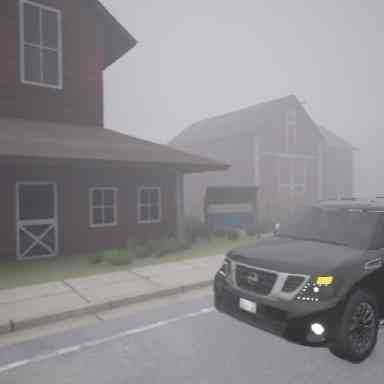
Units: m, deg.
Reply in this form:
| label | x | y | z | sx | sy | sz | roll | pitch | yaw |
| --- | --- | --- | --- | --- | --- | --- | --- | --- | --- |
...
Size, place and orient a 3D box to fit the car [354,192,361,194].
| label | x | y | z | sx | sy | sz | roll | pitch | yaw |
| --- | --- | --- | --- | --- | --- | --- | --- | --- | --- |
| car | 32.309 | 0.772 | 65.412 | 1.812 | 1.442 | 4.674 | -1 | 0 | -14 |

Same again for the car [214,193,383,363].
| label | x | y | z | sx | sy | sz | roll | pitch | yaw |
| --- | --- | --- | --- | --- | --- | --- | --- | --- | --- |
| car | 2.997 | 1.154 | 6.162 | 5.566 | 2.045 | 2.150 | -1 | 0 | -36 |
